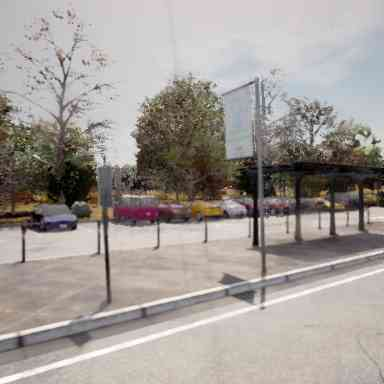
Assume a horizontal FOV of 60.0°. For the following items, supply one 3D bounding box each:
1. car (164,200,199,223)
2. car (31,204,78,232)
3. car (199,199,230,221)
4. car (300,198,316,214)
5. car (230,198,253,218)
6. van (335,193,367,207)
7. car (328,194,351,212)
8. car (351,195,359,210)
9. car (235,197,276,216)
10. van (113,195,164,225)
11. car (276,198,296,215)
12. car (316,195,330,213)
[{"bbox_3d":[-1.833,1.472,25.401,2.002,1.452,4.674,0,0,-36],"label":"car"},{"bbox_3d":[-8.586,1.495,20.533,2.163,1.488,4.792,0,0,-36],"label":"car"},{"bbox_3d":[0.426,1.420,27.017,2.097,1.535,5.008,0,0,-36],"label":"car"},{"bbox_3d":[9.452,1.379,33.480,2.231,1.521,4.892,0,0,-36],"label":"car"},{"bbox_3d":[2.681,1.449,28.635,2.002,1.452,4.674,0,0,-36],"label":"car"},{"bbox_3d":[18.540,1.114,39.852,1.878,1.987,4.442,0,0,-36],"label":"van"},{"bbox_3d":[14.068,1.356,36.565,1.946,1.575,5.366,0,0,-36],"label":"car"},{"bbox_3d":[16.201,1.379,38.357,2.163,1.488,4.792,0,0,-36],"label":"car"},{"bbox_3d":[4.917,1.273,30.278,2.185,1.767,4.553,0,0,-36],"label":"car"},{"bbox_3d":[-4.160,1.217,23.882,1.878,1.987,4.442,0,0,-36],"label":"van"},{"bbox_3d":[7.189,1.388,31.874,2.097,1.535,5.008,0,0,-36],"label":"car"},{"bbox_3d":[11.687,1.398,35.124,2.163,1.488,4.792,0,0,-36],"label":"car"}]
